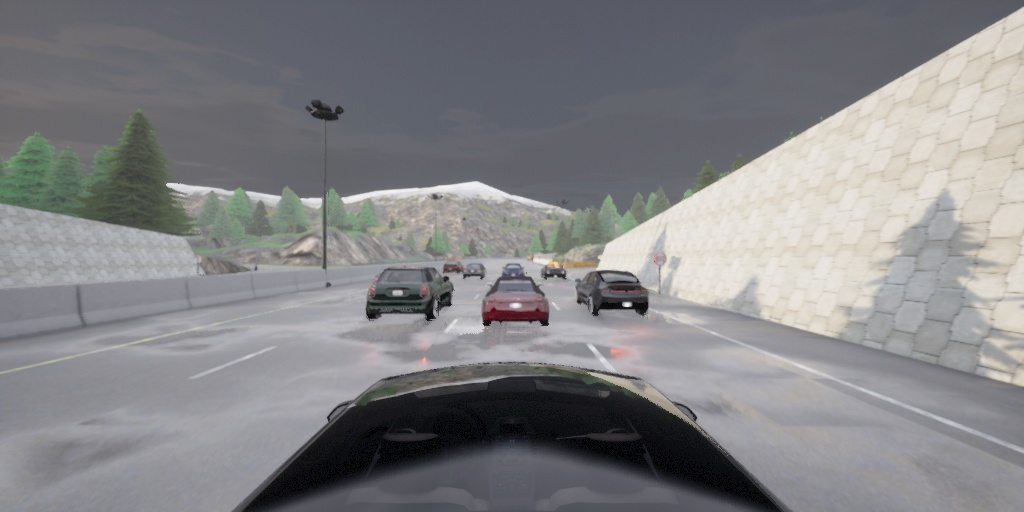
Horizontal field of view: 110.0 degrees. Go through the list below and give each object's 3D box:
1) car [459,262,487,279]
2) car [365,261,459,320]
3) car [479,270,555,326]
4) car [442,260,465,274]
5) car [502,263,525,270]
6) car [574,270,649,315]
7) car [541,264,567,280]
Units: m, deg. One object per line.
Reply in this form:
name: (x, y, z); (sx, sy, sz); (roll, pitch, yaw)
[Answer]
car: (-3.388, 1.349, 33.139); (2.033, 1.411, 5.357); (0, 0, 0)
car: (-3.396, 1.120, 12.784); (2.097, 1.767, 4.553); (0, 0, 0)
car: (0.104, 1.330, 11.813); (1.994, 1.385, 4.181); (0, 0, 0)
car: (-6.885, 1.294, 42.538); (1.882, 1.535, 5.008); (0, 0, 0)
car: (0.111, 1.322, 30.467); (1.812, 1.442, 4.674); (0, 0, 0)
car: (3.603, 1.274, 13.635); (1.837, 1.490, 4.892); (0, 0, 0)
car: (3.611, 1.400, 31.929); (1.895, 1.301, 4.718); (0, 0, 0)
